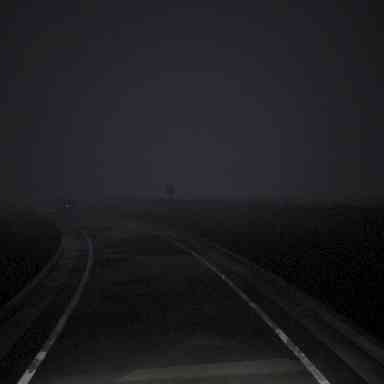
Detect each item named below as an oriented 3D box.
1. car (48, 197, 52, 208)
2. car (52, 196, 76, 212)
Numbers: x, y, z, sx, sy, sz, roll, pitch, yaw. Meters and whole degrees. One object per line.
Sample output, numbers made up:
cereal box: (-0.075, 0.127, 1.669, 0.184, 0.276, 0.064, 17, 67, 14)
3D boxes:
car: (-18.827, 1.384, 46.305, 1.837, 1.490, 4.892, 0, 1, -27)
car: (-14.194, 1.461, 37.237, 1.994, 1.385, 4.181, 0, 0, -27)
